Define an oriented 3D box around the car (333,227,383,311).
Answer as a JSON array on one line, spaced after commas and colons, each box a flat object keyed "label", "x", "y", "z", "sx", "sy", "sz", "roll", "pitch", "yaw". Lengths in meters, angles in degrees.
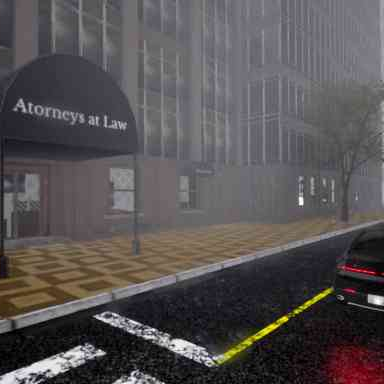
[{"label": "car", "x": 4.614, "y": 1.509, "z": 7.223, "sx": 1.837, "sy": 1.490, "sz": 4.892, "roll": -1, "pitch": 0, "yaw": 41}]
